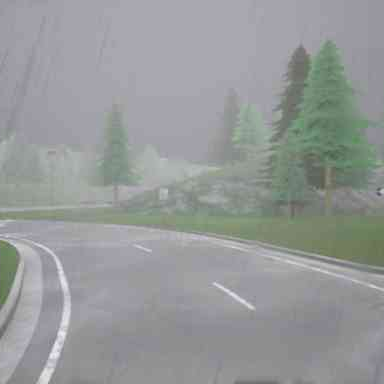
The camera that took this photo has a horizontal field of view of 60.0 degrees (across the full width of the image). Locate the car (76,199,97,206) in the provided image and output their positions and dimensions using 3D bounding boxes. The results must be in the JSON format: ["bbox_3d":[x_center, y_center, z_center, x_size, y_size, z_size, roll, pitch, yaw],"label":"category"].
[{"bbox_3d":[-23.889,2.289,75.282,1.882,1.535,5.008,-1,-1,30],"label":"car"}]

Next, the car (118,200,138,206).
[{"bbox_3d":[-13.883,2.312,71.591,1.895,1.301,4.718,-1,-1,30],"label":"car"}]

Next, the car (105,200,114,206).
[{"bbox_3d":[-16.903,2.346,73.358,1.895,1.301,4.718,-1,-1,30],"label":"car"}]
